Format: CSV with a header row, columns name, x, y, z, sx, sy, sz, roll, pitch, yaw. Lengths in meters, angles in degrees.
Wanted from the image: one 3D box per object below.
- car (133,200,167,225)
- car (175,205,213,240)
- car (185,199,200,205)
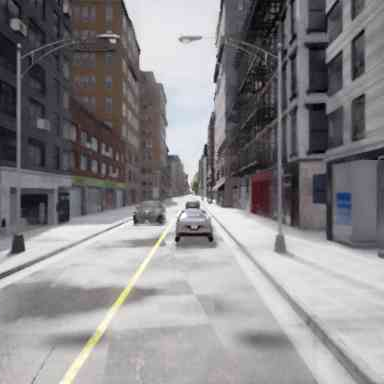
name,x,y,z,sx,sy,sz,roll,pitch,yaw
car,-3.097,1.432,24.984,2.097,1.767,4.553,0,0,0
car,0.099,1.602,17.176,2.033,1.411,5.357,0,0,0
car,0.097,1.635,43.296,2.128,1.511,4.902,0,0,0
